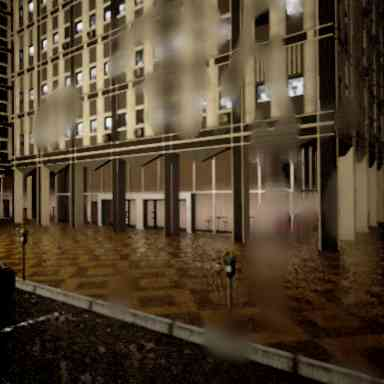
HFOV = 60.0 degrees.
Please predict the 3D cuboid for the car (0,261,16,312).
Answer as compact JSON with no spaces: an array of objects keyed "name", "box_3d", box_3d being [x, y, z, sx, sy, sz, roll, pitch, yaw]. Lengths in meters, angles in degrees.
[{"name":"car","box_3d":[-5.172,1.639,6.575,4.313,1.339,1.947,-1,-1,36]}]
